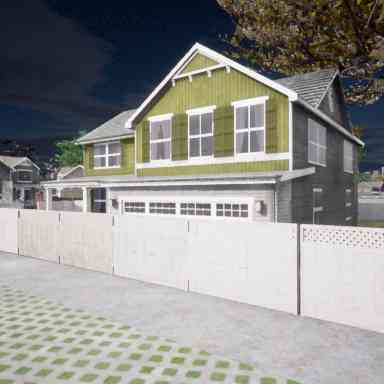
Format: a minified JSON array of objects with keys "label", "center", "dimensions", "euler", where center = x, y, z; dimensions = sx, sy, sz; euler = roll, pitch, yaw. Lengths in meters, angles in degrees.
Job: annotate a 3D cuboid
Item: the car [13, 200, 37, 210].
[{"label":"car","center":[-17.783,1.599,33.539],"dimensions":[1.837,1.490,4.892],"euler":[0,0,19]}]
